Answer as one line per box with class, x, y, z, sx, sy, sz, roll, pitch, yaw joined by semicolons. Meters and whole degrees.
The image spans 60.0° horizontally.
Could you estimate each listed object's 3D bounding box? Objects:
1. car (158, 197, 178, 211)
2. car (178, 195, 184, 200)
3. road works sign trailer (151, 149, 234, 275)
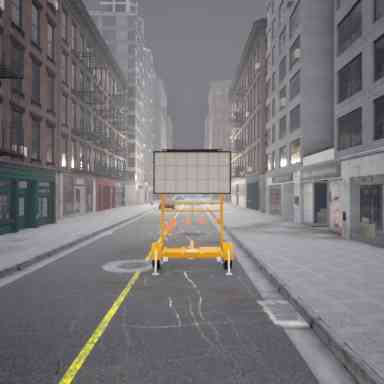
car;-3.090;1.458;41.219;1.882;1.535;5.008;0;0;0
car;-2.977;1.472;88.412;2.033;1.411;5.357;0;0;0
road works sign trailer;0.009;0.462;10.413;2.380;3.560;2.880;0;0;0
